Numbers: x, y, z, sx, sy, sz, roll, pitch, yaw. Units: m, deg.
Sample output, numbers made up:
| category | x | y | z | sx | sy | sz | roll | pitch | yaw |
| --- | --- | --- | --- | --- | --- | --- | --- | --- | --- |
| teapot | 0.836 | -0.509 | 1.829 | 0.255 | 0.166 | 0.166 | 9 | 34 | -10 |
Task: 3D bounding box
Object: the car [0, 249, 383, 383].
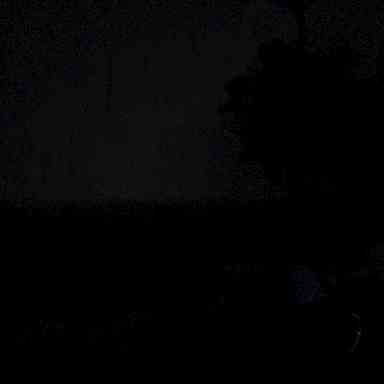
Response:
| category | x | y | z | sx | sy | sz | roll | pitch | yaw |
| --- | --- | --- | --- | --- | --- | --- | --- | --- | --- |
| car | 0.530 | 1.542 | 4.400 | 5.357 | 1.411 | 2.033 | 0 | 0 | -36 |
